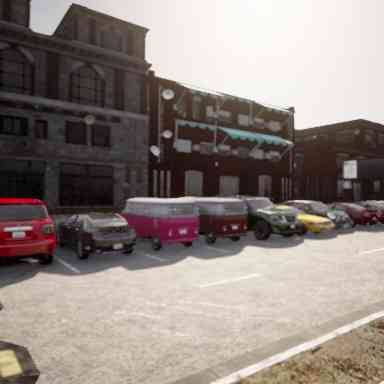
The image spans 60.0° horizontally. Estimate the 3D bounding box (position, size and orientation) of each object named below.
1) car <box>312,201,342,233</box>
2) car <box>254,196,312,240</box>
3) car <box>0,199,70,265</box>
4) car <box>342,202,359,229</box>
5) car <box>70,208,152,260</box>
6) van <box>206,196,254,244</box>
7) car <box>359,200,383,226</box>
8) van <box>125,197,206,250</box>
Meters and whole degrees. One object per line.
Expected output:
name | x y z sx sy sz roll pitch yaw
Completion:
car | 5.384 1.475 19.008 1.946 1.575 5.366 0 0 -35
car | 3.027 1.231 17.518 2.435 2.045 5.566 0 0 -35
car | -6.165 1.231 11.057 2.435 2.045 5.566 0 0 -35
car | 7.421 1.346 20.726 2.185 1.767 4.553 0 0 -35
car | -3.779 1.486 12.706 2.231 1.521 4.892 0 0 -35
van | 0.580 1.259 15.956 1.878 1.987 4.442 0 0 -35
car | 9.705 1.464 22.309 2.097 1.535 5.008 0 0 -35
van | -1.584 1.261 14.420 1.878 1.987 4.442 0 0 -35
